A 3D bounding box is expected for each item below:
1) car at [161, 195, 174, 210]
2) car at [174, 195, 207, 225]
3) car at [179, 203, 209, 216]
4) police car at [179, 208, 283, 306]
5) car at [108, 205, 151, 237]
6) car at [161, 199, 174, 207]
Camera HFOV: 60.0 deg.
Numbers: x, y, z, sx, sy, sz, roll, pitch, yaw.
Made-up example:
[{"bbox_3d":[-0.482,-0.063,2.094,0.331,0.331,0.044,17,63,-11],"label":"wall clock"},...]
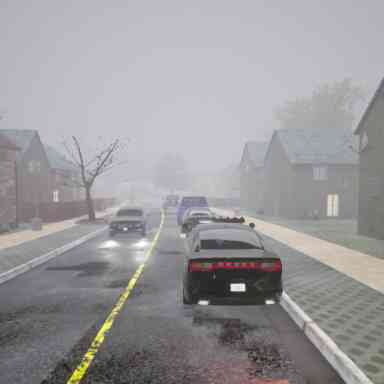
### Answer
[{"bbox_3d":[-2.682,1.356,44.579,2.150,2.045,5.566,0,0,-7],"label":"car"},{"bbox_3d":[0.004,1.263,24.257,2.150,2.045,5.566,0,0,-4],"label":"car"},{"bbox_3d":[0.354,1.545,18.197,1.812,1.442,4.674,0,0,-3],"label":"car"},{"bbox_3d":[0.721,1.425,8.248,1.930,1.638,5.238,0,0,-1],"label":"police car"},{"bbox_3d":[-3.300,1.532,18.259,1.837,1.490,4.892,0,0,-3],"label":"car"},{"bbox_3d":[-4.198,1.814,56.051,1.895,1.301,4.718,0,0,-9],"label":"car"}]
